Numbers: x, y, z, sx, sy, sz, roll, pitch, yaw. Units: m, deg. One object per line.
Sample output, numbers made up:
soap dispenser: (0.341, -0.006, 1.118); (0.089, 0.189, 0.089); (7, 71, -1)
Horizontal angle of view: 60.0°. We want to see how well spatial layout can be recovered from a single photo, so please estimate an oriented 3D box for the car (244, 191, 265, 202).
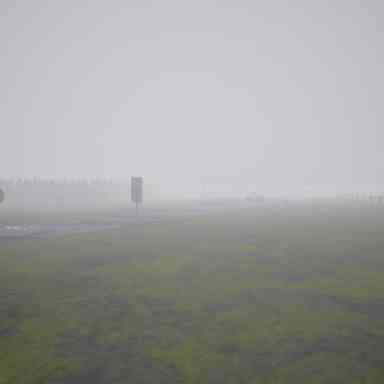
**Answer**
car: (10.178, 0.760, 54.119); (2.097, 1.767, 4.553); (0, 1, 31)
